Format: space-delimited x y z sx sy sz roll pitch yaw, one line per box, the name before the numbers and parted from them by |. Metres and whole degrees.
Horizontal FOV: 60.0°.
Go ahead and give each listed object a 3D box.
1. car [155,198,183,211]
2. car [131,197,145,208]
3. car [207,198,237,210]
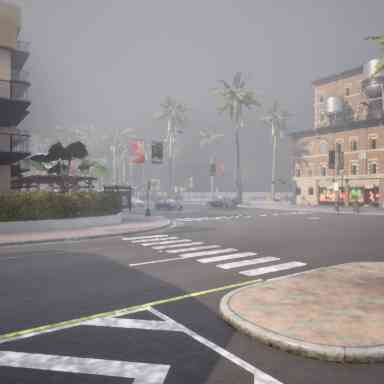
car | -3.007 1.526 41.544 1.812 1.442 4.674 0 0 -35
car | -8.815 1.526 49.846 1.812 1.442 4.674 0 0 -35
car | 3.929 1.491 44.181 2.128 1.511 4.902 0 0 -35
